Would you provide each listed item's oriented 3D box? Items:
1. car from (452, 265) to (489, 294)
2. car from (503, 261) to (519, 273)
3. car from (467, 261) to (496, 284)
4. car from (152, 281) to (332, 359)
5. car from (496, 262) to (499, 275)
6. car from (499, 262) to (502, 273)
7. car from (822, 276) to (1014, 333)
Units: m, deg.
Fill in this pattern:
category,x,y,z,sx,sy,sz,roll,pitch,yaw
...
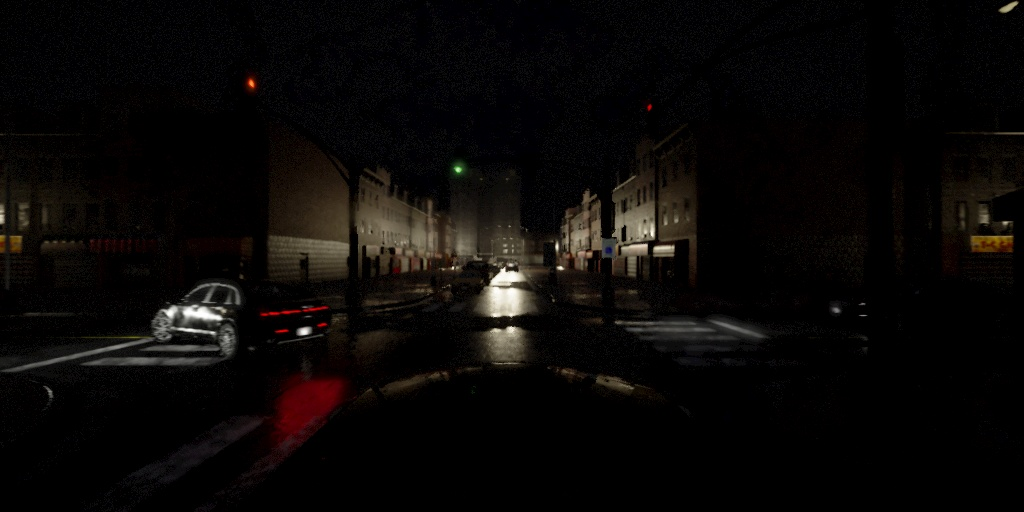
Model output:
category,x,y,z,sx,sy,sz,roll,pitch,yaw
car,-2.636,1.473,22.167,1.751,1.417,4.829,0,0,0
car,0.019,1.838,55.053,1.994,1.385,4.181,0,-1,1
car,-2.636,1.316,27.789,2.192,1.841,5.009,0,0,0
car,-6.482,1.325,8.571,4.892,1.490,1.837,0,-2,27
car,-2.635,1.634,38.523,1.751,1.417,4.829,0,0,0
car,-2.634,1.729,44.144,1.948,1.339,4.313,0,0,0
car,11.965,1.331,10.574,4.902,1.511,2.128,0,0,-2
